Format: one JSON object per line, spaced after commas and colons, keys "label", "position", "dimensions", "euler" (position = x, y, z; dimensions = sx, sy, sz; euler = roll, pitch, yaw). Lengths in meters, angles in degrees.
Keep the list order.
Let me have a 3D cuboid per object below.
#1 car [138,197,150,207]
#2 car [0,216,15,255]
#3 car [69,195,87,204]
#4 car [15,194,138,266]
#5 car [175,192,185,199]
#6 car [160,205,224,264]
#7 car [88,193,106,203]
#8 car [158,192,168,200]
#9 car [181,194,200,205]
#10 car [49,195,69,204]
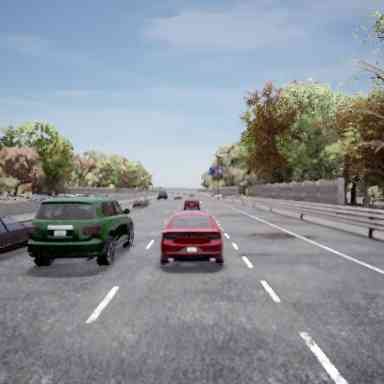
{"label": "car", "position": [-7.006, 1.374, 46.556], "dimensions": [2.033, 1.411, 5.357], "euler": [0, 0, 0]}
{"label": "car", "position": [-7.002, 1.510, 11.351], "dimensions": [2.033, 1.411, 5.357], "euler": [0, 0, 0]}
{"label": "car", "position": [-21.014, 1.329, 61.606], "dimensions": [1.812, 1.442, 4.674], "euler": [0, 0, 0]}
{"label": "car", "position": [-3.505, 1.180, 11.525], "dimensions": [2.150, 2.045, 5.566], "euler": [0, 0, 0]}
{"label": "car", "position": [-3.511, 1.263, 86.723], "dimensions": [1.895, 1.301, 4.718], "euler": [0, 0, 0]}
{"label": "car", "position": [-0.004, 1.432, 11.666], "dimensions": [1.882, 1.535, 5.008], "euler": [0, 0, 0]}
{"label": "car", "position": [-17.519, 1.145, 61.734], "dimensions": [2.097, 1.767, 4.553], "euler": [0, 0, 0]}
{"label": "car", "position": [-7.010, 0.920, 80.651], "dimensions": [2.150, 2.045, 5.566], "euler": [0, 0, 0]}
{"label": "car", "position": [-0.008, 1.317, 41.157], "dimensions": [1.882, 1.535, 5.008], "euler": [0, 0, 0]}
{"label": "car", "position": [-24.513, 1.324, 61.470], "dimensions": [1.837, 1.490, 4.892], "euler": [0, 1, 0]}
